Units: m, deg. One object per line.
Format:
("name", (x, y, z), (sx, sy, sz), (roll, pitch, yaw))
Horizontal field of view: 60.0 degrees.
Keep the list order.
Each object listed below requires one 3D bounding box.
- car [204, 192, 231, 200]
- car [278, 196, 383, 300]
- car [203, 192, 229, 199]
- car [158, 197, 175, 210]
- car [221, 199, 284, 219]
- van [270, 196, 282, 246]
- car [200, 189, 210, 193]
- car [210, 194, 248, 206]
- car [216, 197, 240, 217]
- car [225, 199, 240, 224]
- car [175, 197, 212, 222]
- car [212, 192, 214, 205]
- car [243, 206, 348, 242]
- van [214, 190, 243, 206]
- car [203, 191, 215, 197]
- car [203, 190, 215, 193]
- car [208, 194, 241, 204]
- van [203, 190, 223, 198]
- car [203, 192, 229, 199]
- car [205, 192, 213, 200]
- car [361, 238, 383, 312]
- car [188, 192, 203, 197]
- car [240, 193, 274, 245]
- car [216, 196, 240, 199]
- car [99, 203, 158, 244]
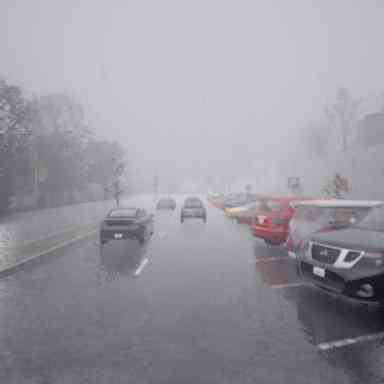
("car", (5.090, 0.793, 67.045), (5.008, 1.535, 2.097), (1, 1, -20))
("car", (5.051, 1.221, 7.364), (5.566, 2.045, 2.435), (1, 0, -20))
("car", (5.260, 0.725, 73.077), (5.366, 1.575, 1.946), (1, 0, -20))
("car", (-2.890, 1.296, 38.389), (1.994, 1.385, 4.181), (0, 1, 0))
("car", (5.103, 1.390, 28.286), (4.792, 1.488, 2.163), (1, 0, -20))
("van", (4.967, 1.238, 10.317), (4.442, 1.987, 1.878), (1, 0, -20))
("car", (5.113, 0.577, 64.077), (5.566, 2.045, 2.435), (1, 1, -20))
("car", (5.106, 1.124, 46.188), (4.792, 1.488, 2.163), (0, 1, -20))
("car", (4.904, 1.382, 25.216), (5.366, 1.575, 1.946), (1, 1, -20))
("car", (5.048, 1.440, 22.289), (4.792, 1.488, 2.163), (1, 1, -20))
("car", (0.107, 1.388, 25.146), (2.128, 1.511, 4.902), (0, 0, 0))
("car", (5.051, 1.117, 37.215), (4.553, 1.767, 2.185), (0, 1, -20))
("car", (5.070, 1.485, 16.332), (4.674, 1.452, 2.002), (1, 0, -20))
("van", (4.973, 1.061, 34.187), (4.442, 1.987, 1.878), (0, 1, -20))
("car", (4.908, 1.039, 49.091), (5.366, 1.575, 1.946), (0, 1, -20))
("car", (5.093, 0.869, 61.079), (4.892, 1.521, 2.231), (1, 1, -20))
("car", (5.077, 1.036, 52.140), (4.674, 1.452, 2.002), (0, 1, -20))
("van", (4.981, 0.439, 78.931), (4.442, 1.987, 1.878), (1, 1, -20))
("car", (5.079, 0.760, 70.030), (4.892, 1.521, 2.231), (1, 0, -20))
("car", (4.906, 1.141, 43.126), (5.366, 1.575, 1.946), (0, 1, -20))
("car", (5.065, 1.480, 4.396), (4.892, 1.521, 2.231), (1, 0, -20))
("car", (0.109, 1.186, 41.617), (1.837, 1.490, 4.892), (0, 1, 0))
("car", (5.103, 1.206, 13.360), (5.566, 2.045, 2.435), (1, 0, -20))
("car", (5.072, 1.364, 31.258), (4.674, 1.452, 2.002), (0, 0, -20))
("car", (-2.896, 1.464, 15.485), (1.837, 1.490, 4.892), (0, 0, 0))
